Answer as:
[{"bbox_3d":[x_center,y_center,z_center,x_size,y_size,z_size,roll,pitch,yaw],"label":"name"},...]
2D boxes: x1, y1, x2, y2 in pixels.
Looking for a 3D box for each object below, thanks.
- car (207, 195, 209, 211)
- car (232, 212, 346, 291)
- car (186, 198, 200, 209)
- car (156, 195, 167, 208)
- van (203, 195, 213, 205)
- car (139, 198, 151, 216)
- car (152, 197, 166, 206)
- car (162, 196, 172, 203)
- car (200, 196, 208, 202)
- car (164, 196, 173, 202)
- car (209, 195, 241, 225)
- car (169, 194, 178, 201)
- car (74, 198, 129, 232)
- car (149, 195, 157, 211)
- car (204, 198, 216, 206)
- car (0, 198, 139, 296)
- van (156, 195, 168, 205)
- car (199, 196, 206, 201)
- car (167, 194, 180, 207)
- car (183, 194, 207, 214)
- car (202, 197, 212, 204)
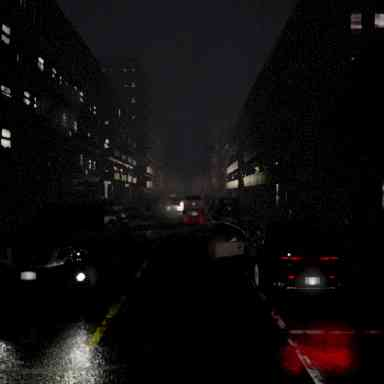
[{"bbox_3d":[2.832,1.477,38.418,1.967,1.590,4.097,0,0,0],"label":"car"},{"bbox_3d":[2.386,1.507,8.989,1.837,1.490,4.892,0,0,0],"label":"car"},{"bbox_3d":[0.202,1.555,46.238,1.837,1.490,4.892,0,0,1],"label":"car"},{"bbox_3d":[-5.507,1.372,49.830,2.192,1.841,5.009,0,0,0],"label":"car"},{"bbox_3d":[2.914,1.424,61.177,1.690,1.788,3.998,0,0,0],"label":"van"},{"bbox_3d":[-5.569,1.579,32.760,2.008,1.369,4.403,0,0,0],"label":"car"},{"bbox_3d":[-5.489,1.594,55.351,1.752,1.417,4.829,0,0,0],"label":"car"},{"bbox_3d":[-5.428,1.641,72.419,1.752,1.417,4.829,0,0,0],"label":"car"},{"bbox_3d":[2.993,1.737,83.938,1.802,1.307,4.206,0,0,0],"label":"car"},{"bbox_3d":[-5.407,1.717,78.280,1.802,1.307,4.206,0,0,0],"label":"car"},{"bbox_3d":[2.792,1.335,27.038,2.192,1.841,5.009,0,0,0],"label":"car"},{"bbox_3d":[-5.345,1.510,95.350,2.192,1.841,5.009,0,0,0],"label":"car"},{"bbox_3d":[-5.609,1.328,21.380,2.192,1.841,5.009,0,0,0],"label":"car"},{"bbox_3d":[-5.548,1.477,38.451,1.967,1.590,4.097,0,0,0],"label":"car"},{"bbox_3d":[2.892,1.651,55.488,1.802,1.307,4.206,0,0,0],"label":"car"},{"bbox_3d":[-3.070,1.224,9.031,2.150,2.045,5.566,0,0,0],"label":"car"},{"bbox_3d":[-5.466,1.424,61.209,1.690,1.788,3.998,0,0,0],"label":"van"},{"bbox_3d":[3.034,1.777,95.318,1.802,1.307,4.206,0,0,0],"label":"car"},{"bbox_3d":[-2.900,1.542,53.292,1.882,1.535,5.008,0,0,0],"label":"car"},{"bbox_3d":[0.197,1.253,35.981,2.150,2.045,5.566,0,0,1],"label":"car"},{"bbox_3d":[2.932,1.644,66.867,1.887,1.381,4.507,0,0,0],"label":"car"}]
